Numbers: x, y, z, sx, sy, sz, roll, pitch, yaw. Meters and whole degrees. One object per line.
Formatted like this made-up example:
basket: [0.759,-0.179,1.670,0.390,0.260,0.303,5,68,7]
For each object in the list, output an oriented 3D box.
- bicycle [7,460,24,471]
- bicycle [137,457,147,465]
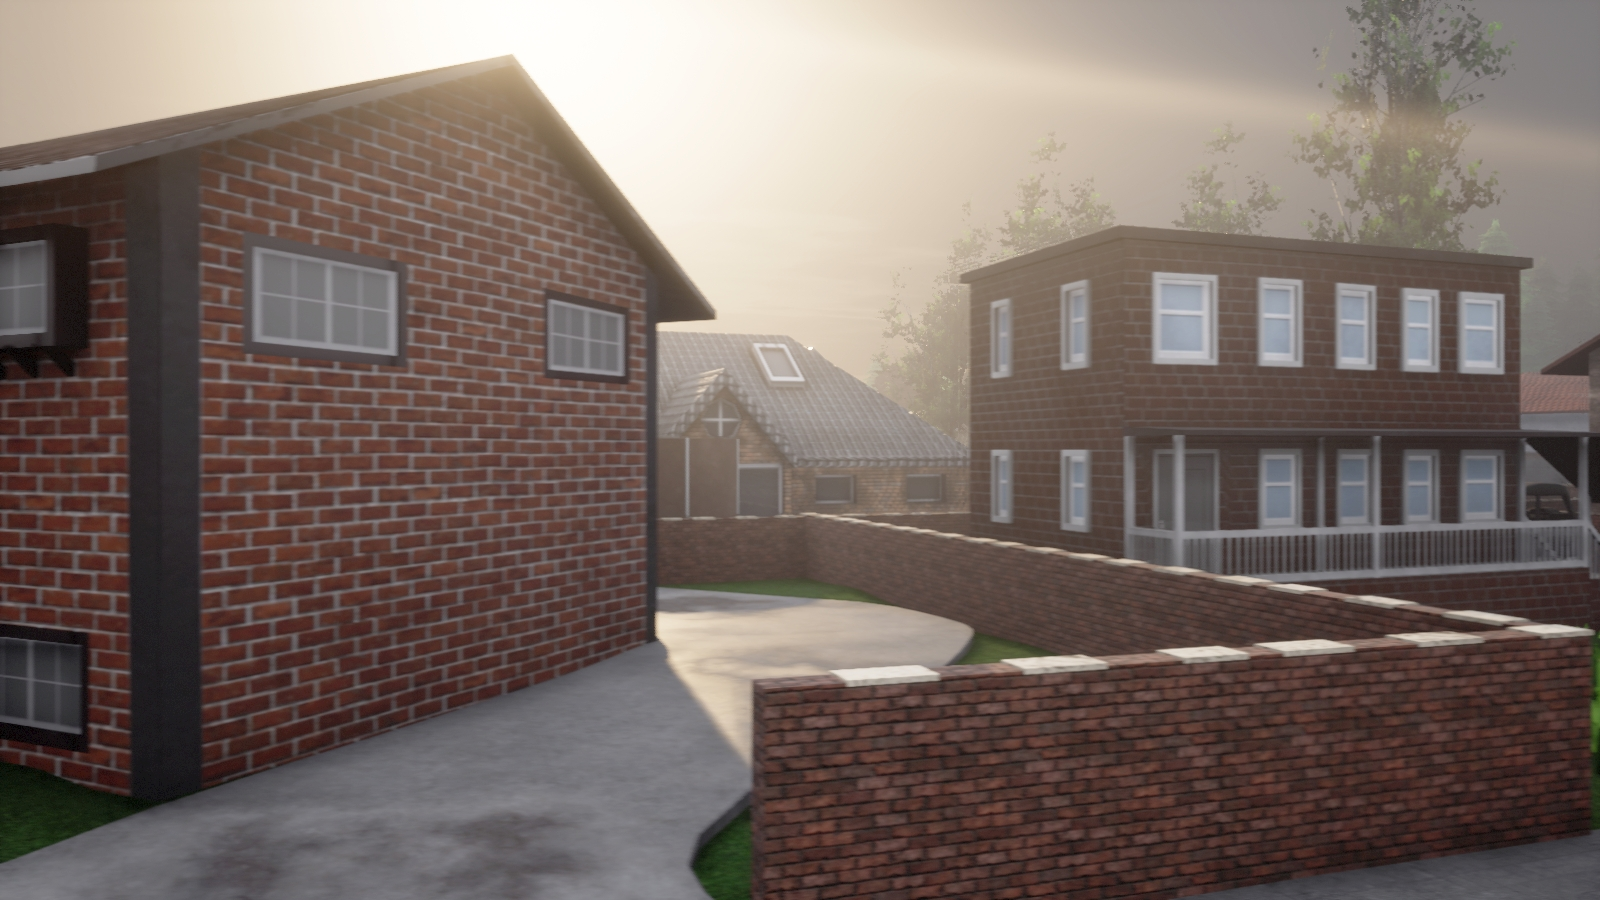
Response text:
bicycle: [-107.156,2.093,156.016,1.835,1.471,0.329,0,0,-20]
bicycle: [-126.009,2.087,218.792,1.643,1.496,0.373,0,0,-20]
